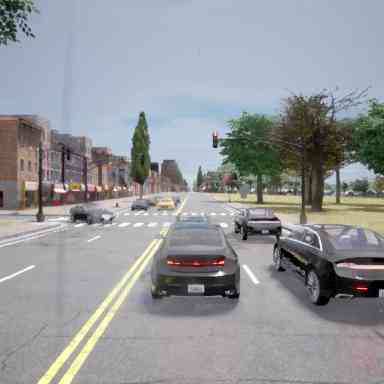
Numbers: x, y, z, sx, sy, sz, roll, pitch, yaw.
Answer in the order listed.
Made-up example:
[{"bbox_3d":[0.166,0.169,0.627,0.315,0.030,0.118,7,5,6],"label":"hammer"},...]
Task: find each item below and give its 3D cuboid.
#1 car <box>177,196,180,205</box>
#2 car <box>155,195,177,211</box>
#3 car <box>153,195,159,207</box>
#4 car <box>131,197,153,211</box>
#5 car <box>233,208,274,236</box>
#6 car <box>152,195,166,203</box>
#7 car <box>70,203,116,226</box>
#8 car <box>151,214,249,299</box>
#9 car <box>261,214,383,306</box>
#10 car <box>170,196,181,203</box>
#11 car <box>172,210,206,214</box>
[{"bbox_3d":[-3.352,1.607,53.617,1.994,1.385,4.181,0,0,0],"label":"car"},{"bbox_3d":[-3.357,1.588,43.704,1.882,1.535,5.008,0,0,1],"label":"car"},{"bbox_3d":[-6.605,1.591,53.489,2.033,1.411,5.357,0,0,0],"label":"car"},{"bbox_3d":[-6.609,1.677,43.124,1.994,1.385,4.181,0,0,0],"label":"car"},{"bbox_3d":[3.294,1.577,17.275,2.128,1.511,4.902,0,0,0],"label":"car"},{"bbox_3d":[-6.543,1.422,66.208,2.128,1.511,4.902,0,0,0],"label":"car"},{"bbox_3d":[-7.443,1.618,24.777,2.128,1.511,4.902,1,-1,-41],"label":"car"},{"bbox_3d":[0.080,1.531,8.506,1.837,1.490,4.892,0,0,0],"label":"car"},{"bbox_3d":[3.328,1.515,8.065,2.128,1.511,4.902,0,0,0],"label":"car"},{"bbox_3d":[-3.290,1.471,66.927,2.033,1.411,5.357,0,1,0],"label":"car"},{"bbox_3d":[0.048,1.690,17.811,1.895,1.301,4.718,0,0,0],"label":"car"}]
